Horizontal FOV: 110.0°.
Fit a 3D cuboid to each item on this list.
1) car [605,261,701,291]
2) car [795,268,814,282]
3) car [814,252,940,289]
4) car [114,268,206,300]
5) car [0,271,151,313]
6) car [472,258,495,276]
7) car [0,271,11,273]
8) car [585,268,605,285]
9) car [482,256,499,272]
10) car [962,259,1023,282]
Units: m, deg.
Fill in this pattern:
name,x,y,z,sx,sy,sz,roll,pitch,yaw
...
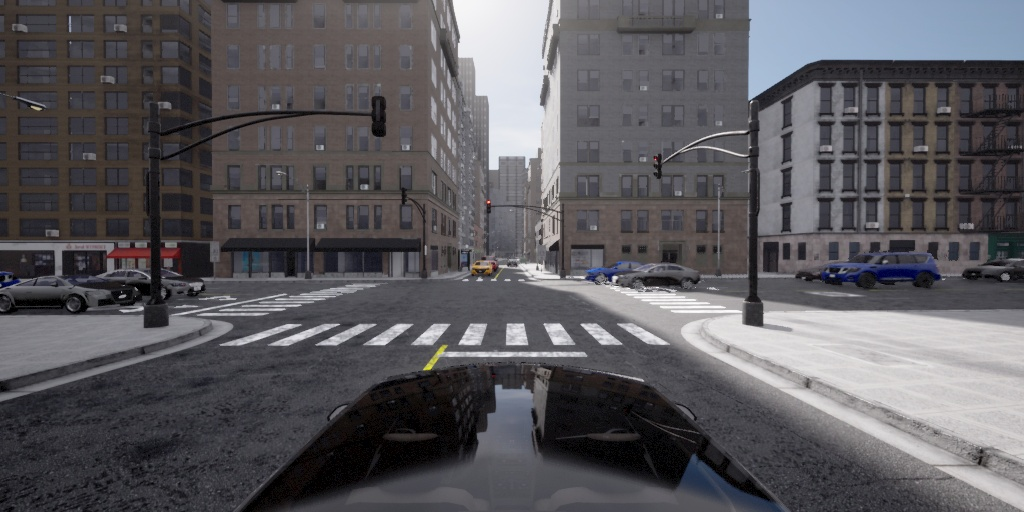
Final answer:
name,x,y,z,sx,sy,sz,roll,pitch,yaw
car,8.323,1.168,20.800,4.902,1.511,2.128,0,0,-4
car,22.520,1.094,24.419,5.357,1.411,2.033,0,1,0
car,21.666,0.810,21.156,5.566,2.045,2.150,0,1,0
car,-17.790,1.335,17.538,4.902,1.511,2.128,0,1,1
car,-17.522,1.441,14.279,4.181,1.385,1.994,0,1,0
car,-3.100,1.234,37.548,1.882,1.535,5.008,0,0,0
car,-27.872,1.111,17.472,5.566,2.045,2.150,0,1,-1
car,7.534,1.119,24.434,5.008,1.535,1.882,0,1,2
car,-3.104,0.984,47.504,2.150,2.045,5.566,0,0,0
car,33.914,0.968,24.464,4.892,1.490,1.837,-1,1,0
